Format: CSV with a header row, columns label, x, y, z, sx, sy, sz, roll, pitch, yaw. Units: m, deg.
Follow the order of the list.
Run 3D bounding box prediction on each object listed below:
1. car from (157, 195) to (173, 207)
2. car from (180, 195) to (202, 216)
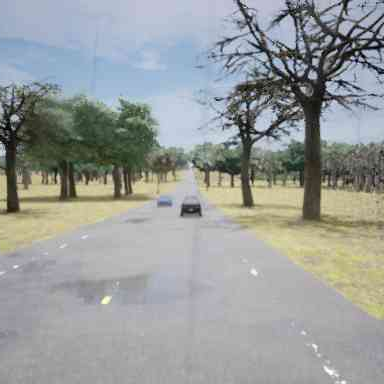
label,x,y,z,sx,sy,sz,roll,pitch,yaw
car,-3.664,1.128,45.165,1.882,1.535,5.008,0,1,0
car,-0.064,1.331,31.021,1.882,1.535,5.008,0,1,0
